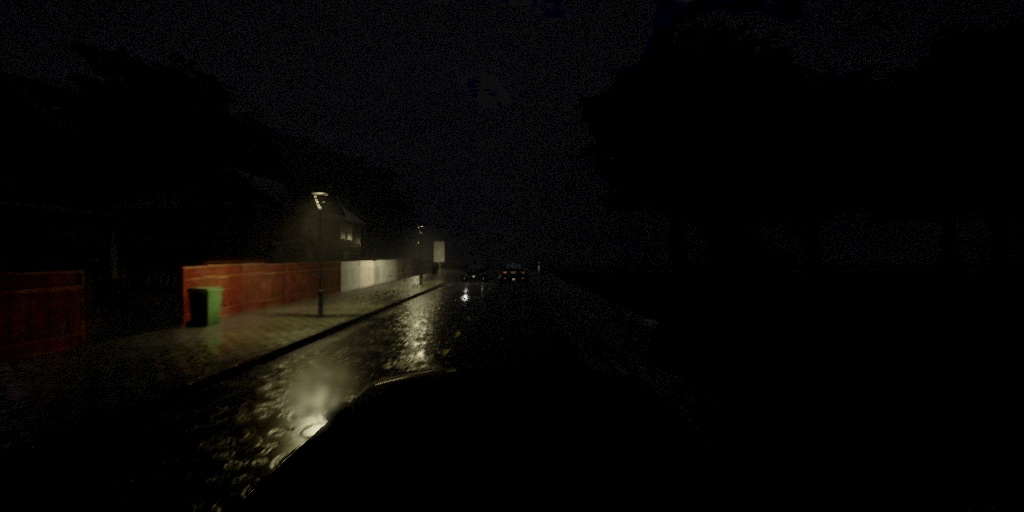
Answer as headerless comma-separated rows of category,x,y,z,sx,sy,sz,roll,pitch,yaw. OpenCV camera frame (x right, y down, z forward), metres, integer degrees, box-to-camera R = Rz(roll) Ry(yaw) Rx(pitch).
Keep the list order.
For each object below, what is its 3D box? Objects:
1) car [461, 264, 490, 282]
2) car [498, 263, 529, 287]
car,-2.786,1.305,28.242,1.994,1.385,4.181,0,0,1
car,0.098,1.230,24.175,2.128,1.511,4.902,0,0,0
